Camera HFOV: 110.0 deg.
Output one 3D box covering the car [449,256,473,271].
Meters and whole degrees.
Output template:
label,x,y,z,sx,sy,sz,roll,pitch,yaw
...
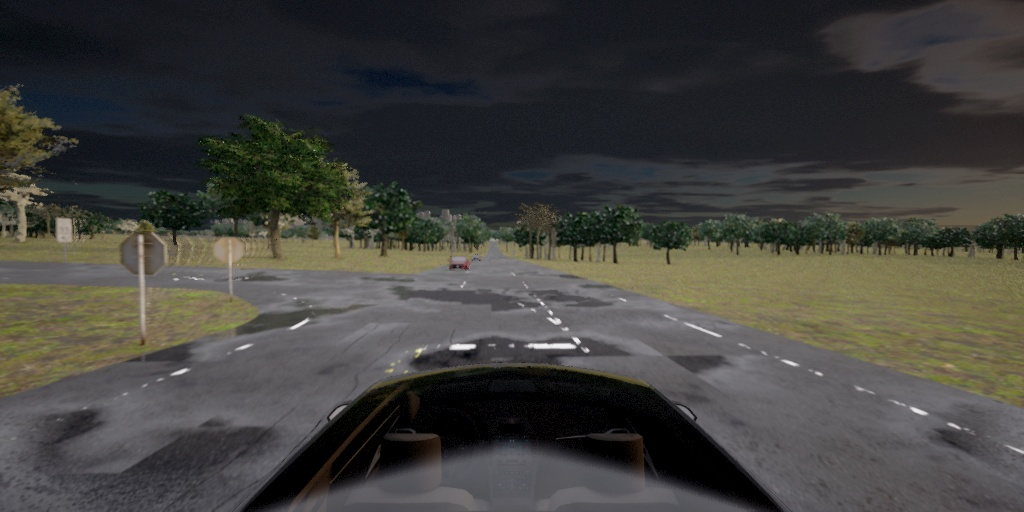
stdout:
label,x,y,z,sx,sy,sz,roll,pitch,yaw
car,-5.468,0.737,37.571,1.882,1.535,5.008,0,1,-3
